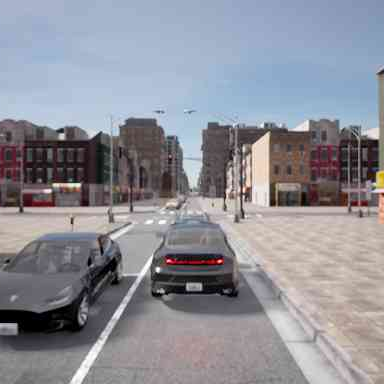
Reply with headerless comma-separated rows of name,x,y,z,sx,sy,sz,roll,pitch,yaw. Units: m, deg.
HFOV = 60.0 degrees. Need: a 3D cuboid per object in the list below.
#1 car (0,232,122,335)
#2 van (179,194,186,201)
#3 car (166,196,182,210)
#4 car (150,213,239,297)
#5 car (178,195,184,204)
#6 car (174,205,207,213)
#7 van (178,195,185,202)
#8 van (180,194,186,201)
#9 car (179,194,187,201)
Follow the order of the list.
car,-2.625,1.569,6.887,1.947,1.339,4.313,0,0,0
van,-2.526,1.560,89.500,1.690,1.788,3.998,0,0,0
car,-2.581,1.587,44.487,1.752,1.417,4.829,0,0,0
car,0.081,1.510,8.566,1.837,1.490,4.892,0,0,1
car,-2.574,1.621,50.262,1.887,1.381,4.507,0,0,0
car,0.050,1.615,17.777,1.895,1.301,4.718,0,0,1
van,-2.533,1.536,83.895,1.690,1.788,3.998,0,0,0
van,-2.520,1.584,95.106,1.690,1.788,3.998,0,0,0
car,-2.554,1.570,67.079,1.967,1.590,4.097,0,0,0
